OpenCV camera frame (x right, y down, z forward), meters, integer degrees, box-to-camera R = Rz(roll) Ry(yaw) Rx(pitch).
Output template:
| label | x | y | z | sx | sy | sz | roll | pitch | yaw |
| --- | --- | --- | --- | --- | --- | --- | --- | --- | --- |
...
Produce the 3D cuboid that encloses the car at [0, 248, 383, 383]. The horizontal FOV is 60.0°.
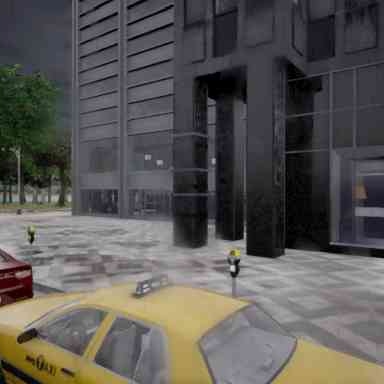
| label | x | y | z | sx | sy | sz | roll | pitch | yaw |
| --- | --- | --- | --- | --- | --- | --- | --- | --- | --- |
| car | -0.591 | 1.525 | 3.384 | 4.829 | 1.417 | 1.752 | 0 | 0 | 36 |
